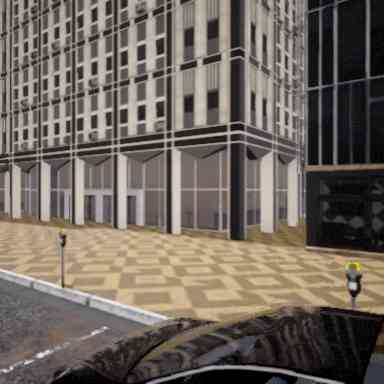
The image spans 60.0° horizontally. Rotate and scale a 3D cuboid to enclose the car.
[{"bbox_3d":[0.779,1.564,2.319,4.313,1.339,1.947,0,0,35],"label":"car"}]
